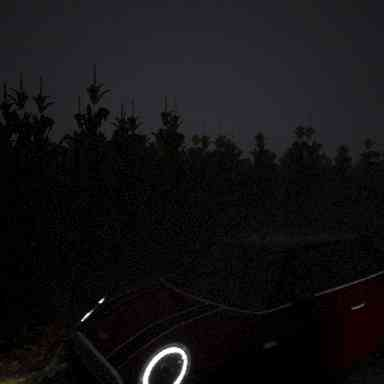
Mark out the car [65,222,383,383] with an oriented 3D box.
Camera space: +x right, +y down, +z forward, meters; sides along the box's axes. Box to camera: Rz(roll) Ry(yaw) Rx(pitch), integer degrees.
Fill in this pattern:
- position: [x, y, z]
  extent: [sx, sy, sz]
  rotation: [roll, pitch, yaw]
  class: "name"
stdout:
- position: [0.855, 1.351, 4.244]
  extent: [4.553, 1.767, 2.097]
  rotation: [0, 0, -36]
  class: "car"
